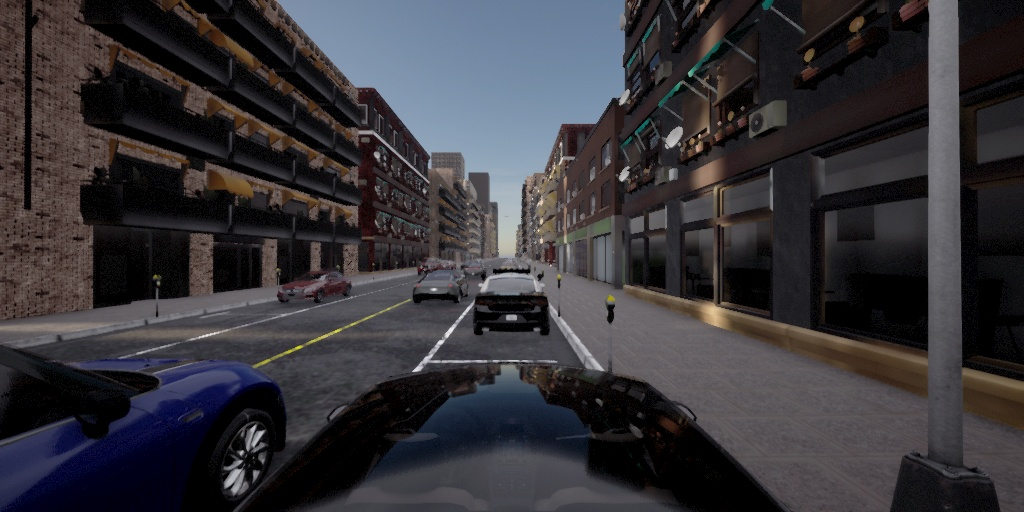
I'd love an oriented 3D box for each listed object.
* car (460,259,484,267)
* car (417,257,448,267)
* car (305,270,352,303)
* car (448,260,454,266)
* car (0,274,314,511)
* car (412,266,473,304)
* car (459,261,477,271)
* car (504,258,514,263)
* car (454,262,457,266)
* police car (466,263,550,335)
[{"bbox_3d":[-3.145,1.246,31.464,2.128,1.511,4.902,0,0,0],"label":"car"},{"bbox_3d":[-8.837,1.063,39.007,2.192,1.841,5.009,0,0,0],"label":"car"},{"bbox_3d":[-8.837,1.332,16.462,1.802,1.307,4.207,0,0,0],"label":"car"},{"bbox_3d":[-8.837,1.188,44.643,1.967,1.591,4.097,0,0,0],"label":"car"},{"bbox_3d":[-3.145,1.101,1.470,2.097,1.767,4.553,0,0,0],"label":"car"},{"bbox_3d":[-3.145,1.323,16.464,1.994,1.385,4.181,0,0,0],"label":"car"},{"bbox_3d":[-6.146,1.403,50.434,1.895,1.301,4.718,0,0,0],"label":"car"},{"bbox_3d":[-0.456,1.274,39.173,1.751,1.417,4.829,0,0,0],"label":"car"},{"bbox_3d":[-8.837,1.292,50.280,1.888,1.381,4.507,0,0,0],"label":"car"},{"bbox_3d":[-0.011,1.175,10.609,1.930,1.638,5.238,0,0,0],"label":"police car"}]
